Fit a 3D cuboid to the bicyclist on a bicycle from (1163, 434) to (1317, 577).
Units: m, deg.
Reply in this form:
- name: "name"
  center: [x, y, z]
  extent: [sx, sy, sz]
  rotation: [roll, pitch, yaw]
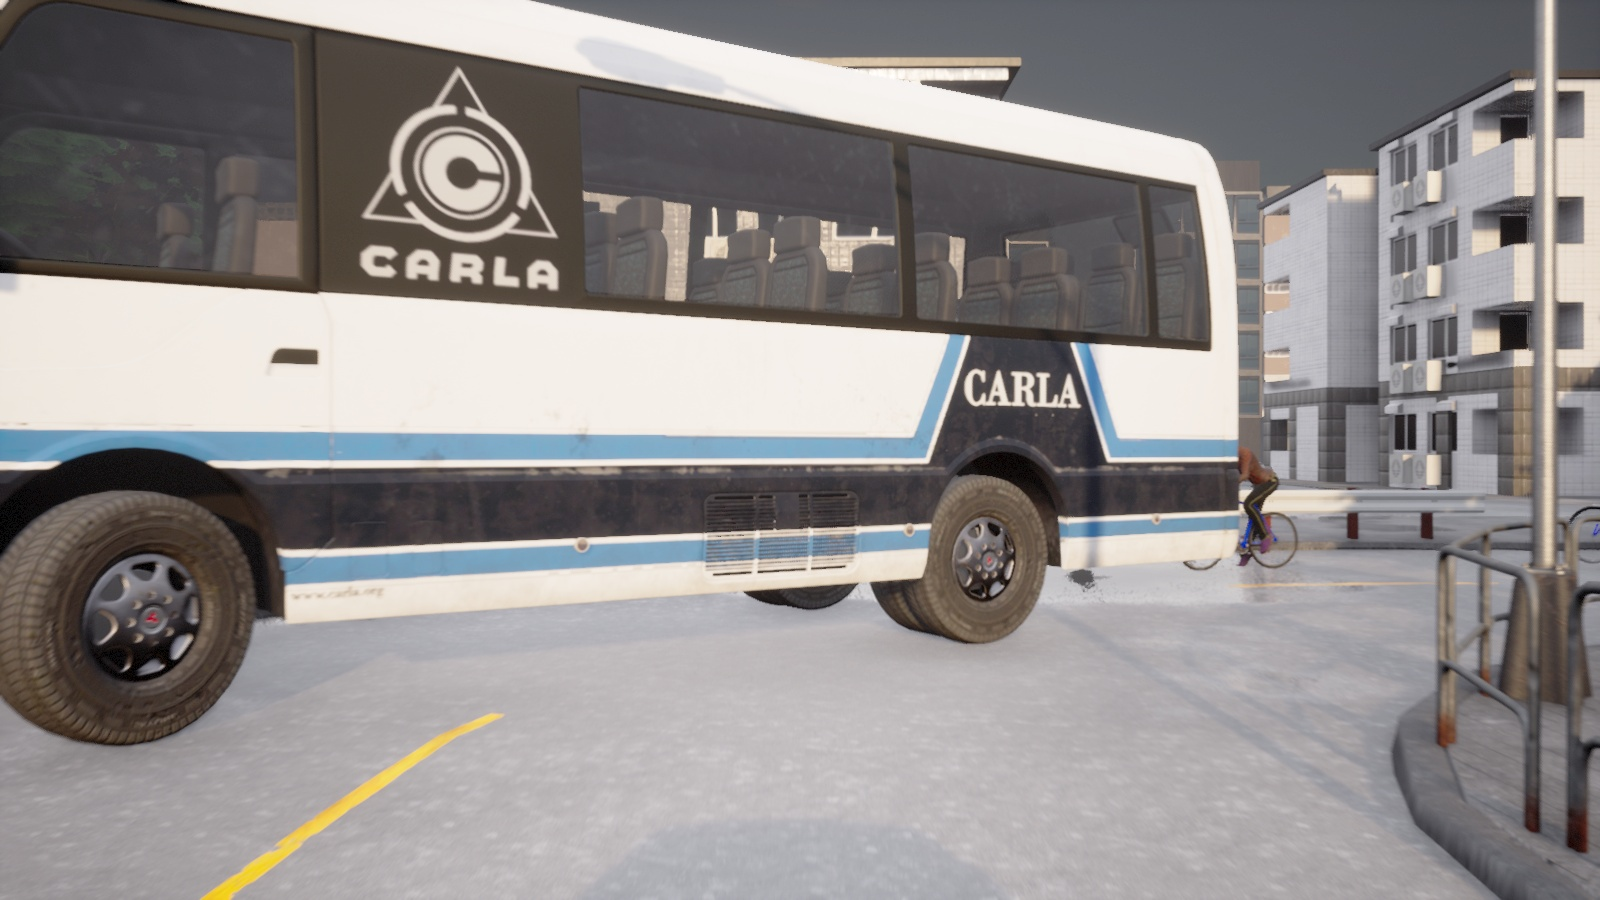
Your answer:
- name: "bicyclist on a bicycle"
  center: [5.145, 0.622, 14.687]
  extent: [1.656, 1.620, 0.582]
  rotation: [0, 0, -15]

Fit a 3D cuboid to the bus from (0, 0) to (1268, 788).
- name: "bus"
  center: [-1.599, -0.686, 8.982]
  extent: [10.273, 4.253, 3.944]
  rotation: [0, 1, -34]

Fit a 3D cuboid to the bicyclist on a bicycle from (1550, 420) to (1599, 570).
- name: "bicyclist on a bicycle"
  center: [10.255, 0.539, 15.286]
  extent: [1.843, 1.776, 0.659]
  rotation: [0, 0, 0]
